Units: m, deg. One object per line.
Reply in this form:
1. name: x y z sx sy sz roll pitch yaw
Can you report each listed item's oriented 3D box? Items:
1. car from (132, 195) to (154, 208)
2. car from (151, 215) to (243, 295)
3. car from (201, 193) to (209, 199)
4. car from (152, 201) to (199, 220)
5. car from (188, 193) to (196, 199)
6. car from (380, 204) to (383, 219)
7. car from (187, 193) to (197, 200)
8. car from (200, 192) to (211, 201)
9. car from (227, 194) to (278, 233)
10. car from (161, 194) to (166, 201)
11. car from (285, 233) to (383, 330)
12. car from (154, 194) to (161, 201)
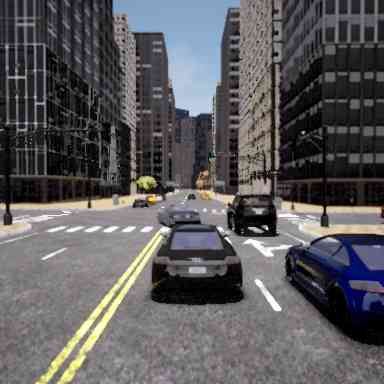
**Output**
1. car: -6.622 1.352 44.094 1.994 1.385 4.181 0 0 0
2. car: 0.095 1.524 8.683 1.994 1.385 4.181 0 0 0
3. car: 3.187 0.900 84.945 1.837 1.490 4.892 0 0 0
4. car: -0.988 1.515 21.963 2.033 1.411 5.357 0 0 -17
5. car: -0.063 1.043 85.362 1.882 1.535 5.008 0 0 0
6. car: 16.184 1.425 23.750 5.009 1.841 2.192 1 1 1
7. car: -0.056 1.122 75.303 1.837 1.490 4.892 0 0 0
8. car: 3.196 1.096 74.529 1.882 1.535 5.008 0 0 0
9. car: 3.326 1.170 19.237 2.150 2.045 5.566 0 -1 0
10. car: -6.576 1.217 62.471 1.812 1.442 4.674 0 0 1
11. car: 3.348 1.532 6.839 1.994 1.385 4.181 0 0 0
12. car: -6.621 1.219 53.022 1.882 1.535 5.008 0 0 0
